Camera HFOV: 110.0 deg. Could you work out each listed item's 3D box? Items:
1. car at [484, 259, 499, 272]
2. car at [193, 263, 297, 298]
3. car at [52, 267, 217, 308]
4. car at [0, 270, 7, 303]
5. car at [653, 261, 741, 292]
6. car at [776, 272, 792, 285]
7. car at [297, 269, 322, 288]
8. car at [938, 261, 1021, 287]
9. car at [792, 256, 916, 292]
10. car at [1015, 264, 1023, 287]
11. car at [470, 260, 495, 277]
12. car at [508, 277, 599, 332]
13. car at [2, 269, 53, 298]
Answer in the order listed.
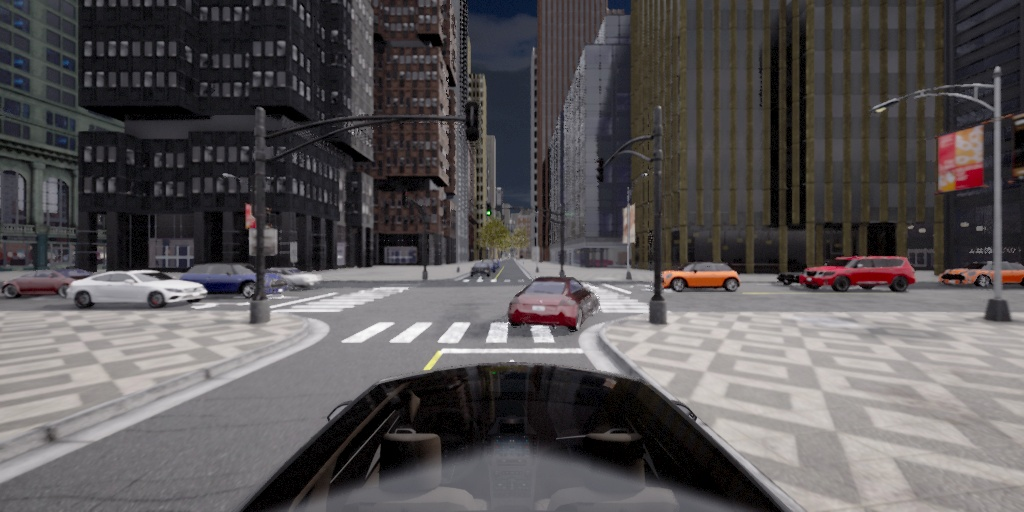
[{"bbox_3d":[-3.120,1.204,45.846,2.097,1.767,4.553,0,0,0],"label":"car"},{"bbox_3d":[-13.811,1.132,17.966,4.553,1.767,2.097,0,0,0],"label":"car"},{"bbox_3d":[-15.288,1.303,14.720,4.674,1.442,1.812,0,0,0],"label":"car"},{"bbox_3d":[-24.874,1.321,14.750,5.357,1.411,2.033,0,0,0],"label":"car"},{"bbox_3d":[10.859,1.156,21.340,4.553,1.767,2.097,0,0,0],"label":"car"},{"bbox_3d":[20.969,1.418,24.561,4.718,1.301,1.895,0,0,0],"label":"car"},{"bbox_3d":[-14.295,1.382,21.603,4.718,1.301,1.895,0,0,-2],"label":"car"},{"bbox_3d":[32.314,1.186,24.515,4.553,1.767,2.097,0,0,0],"label":"car"},{"bbox_3d":[20.427,1.036,21.313,5.566,2.045,2.150,0,0,0],"label":"car"},{"bbox_3d":[34.133,1.380,21.258,5.357,1.411,2.033,0,0,0],"label":"car"},{"bbox_3d":[-3.125,1.378,36.448,2.033,1.411,5.357,0,0,0],"label":"car"},{"bbox_3d":[1.417,1.338,11.236,1.994,1.385,4.181,0,0,21],"label":"car"},{"bbox_3d":[-22.446,1.340,17.989,4.181,1.385,1.994,0,0,-1],"label":"car"}]
